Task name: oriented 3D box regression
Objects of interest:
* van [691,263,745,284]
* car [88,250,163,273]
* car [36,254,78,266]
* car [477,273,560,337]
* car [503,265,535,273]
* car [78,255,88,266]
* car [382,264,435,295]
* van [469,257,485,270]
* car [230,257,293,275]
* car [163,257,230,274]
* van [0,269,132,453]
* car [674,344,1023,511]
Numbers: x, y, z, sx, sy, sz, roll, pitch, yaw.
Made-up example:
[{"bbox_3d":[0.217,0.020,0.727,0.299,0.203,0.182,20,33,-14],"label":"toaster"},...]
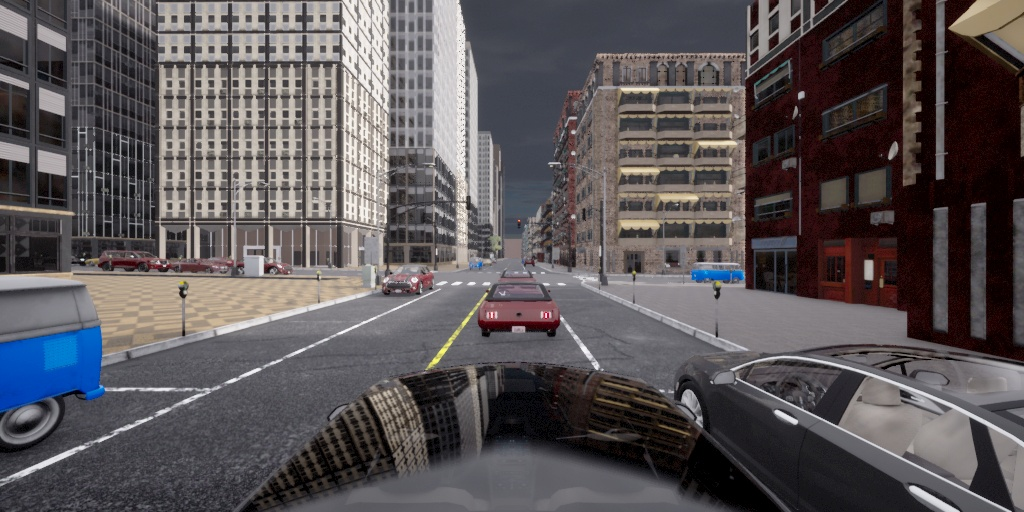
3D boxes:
[{"bbox_3d":[17.169,1.456,29.987,3.998,1.789,1.690,0,0,0],"label":"van"},{"bbox_3d":[-32.036,0.481,30.463,5.009,1.841,2.192,0,0,0],"label":"car"},{"bbox_3d":[-48.770,0.398,38.959,4.313,1.339,1.948,0,0,0],"label":"car"},{"bbox_3d":[0.176,1.351,10.226,1.895,1.301,4.718,0,0,1],"label":"car"},{"bbox_3d":[0.247,1.352,19.396,1.895,1.301,4.718,0,0,0],"label":"car"},{"bbox_3d":[-43.364,0.465,38.922,4.829,1.417,1.751,0,0,0],"label":"car"},{"bbox_3d":[-5.531,1.191,19.478,1.967,1.591,4.097,0,0,1],"label":"car"},{"bbox_3d":[-5.233,1.103,51.950,1.690,1.789,3.998,0,0,1],"label":"van"},{"bbox_3d":[-20.888,0.821,30.386,4.097,1.591,1.967,0,0,0],"label":"car"},{"bbox_3d":[-26.462,0.856,30.424,4.207,1.307,1.802,0,0,0],"label":"car"},{"bbox_3d":[-5.685,1.091,2.533,1.690,1.789,3.998,0,0,1],"label":"van"},{"bbox_3d":[2.695,1.300,2.455,2.007,1.370,4.403,0,0,1],"label":"car"}]
